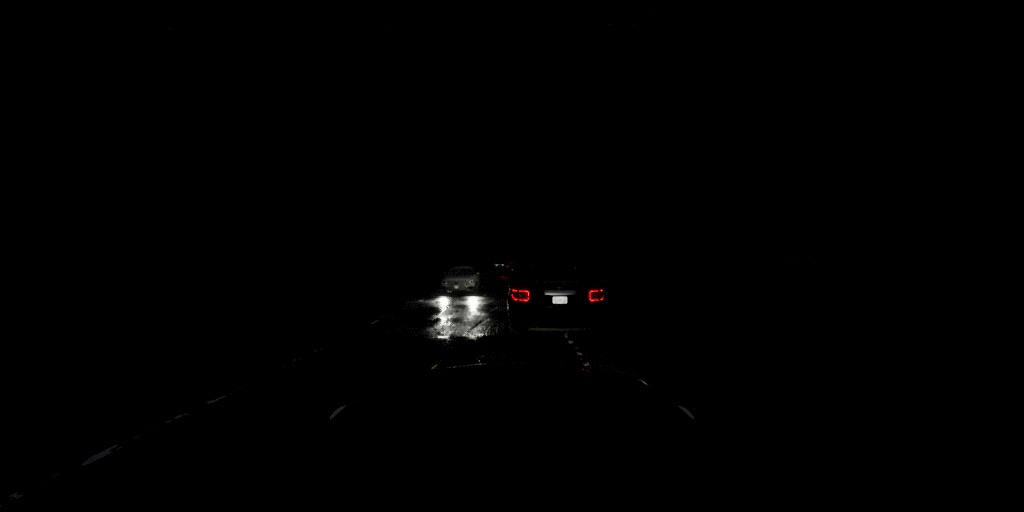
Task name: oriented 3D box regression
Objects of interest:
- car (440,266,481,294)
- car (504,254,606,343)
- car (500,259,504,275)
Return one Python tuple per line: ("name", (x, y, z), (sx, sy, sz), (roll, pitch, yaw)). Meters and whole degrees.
("car", (-2.767, 1.274, 20.155), (1.812, 1.442, 4.674), (0, 0, 0))
("car", (0.957, 0.974, 9.858), (2.150, 2.045, 5.566), (0, 0, 0))
("car", (0.036, 1.220, 38.246), (1.882, 1.535, 5.008), (0, 0, 0))
